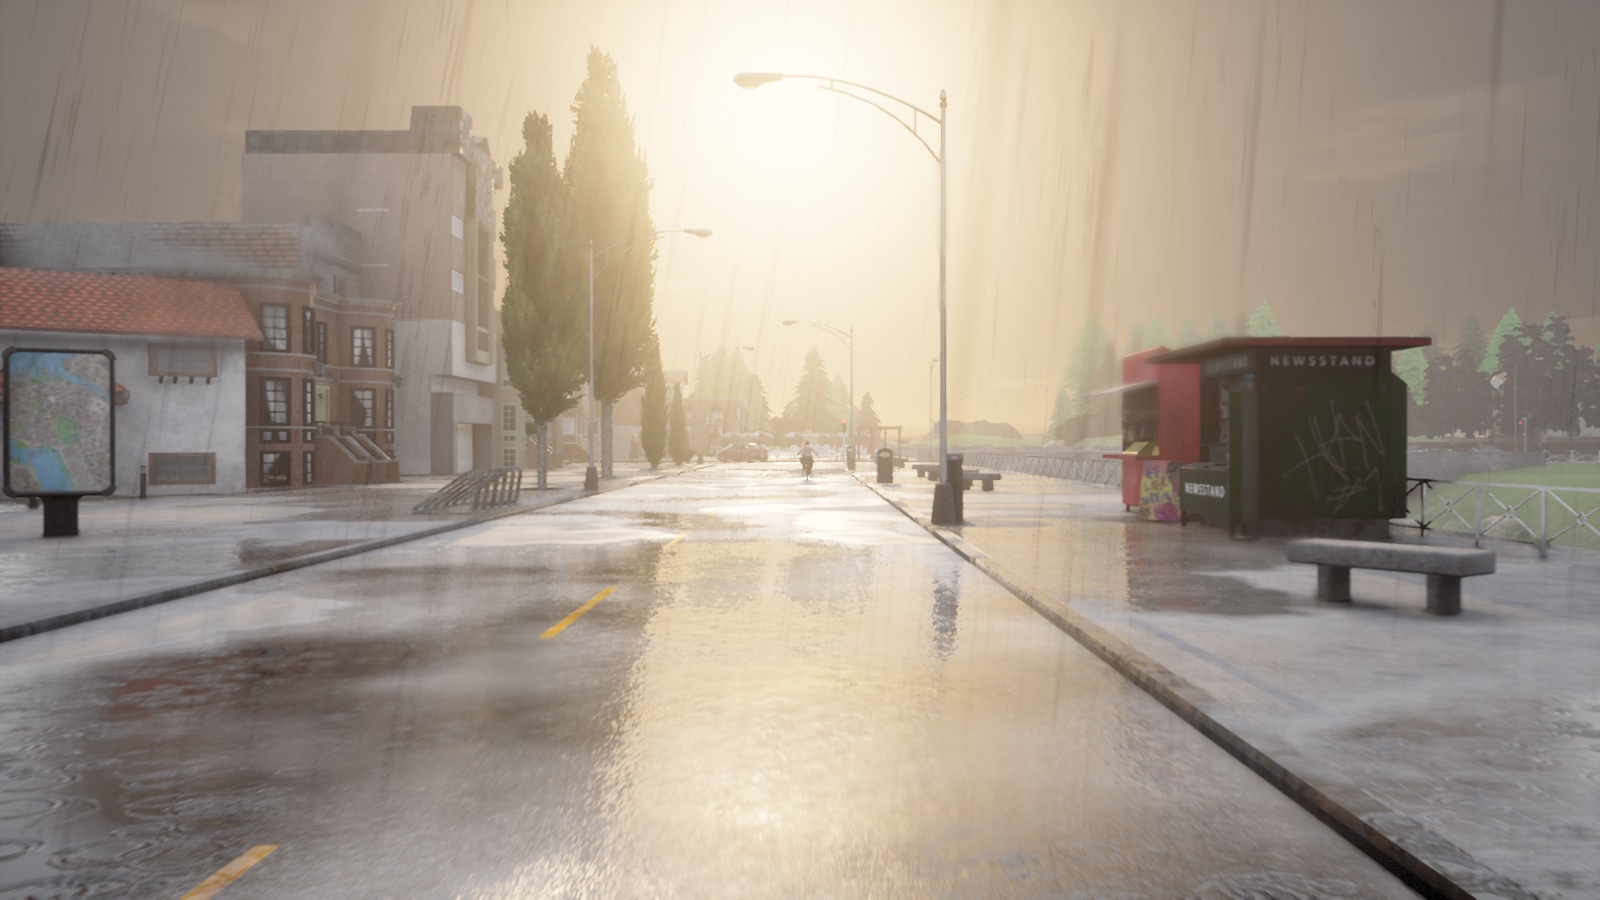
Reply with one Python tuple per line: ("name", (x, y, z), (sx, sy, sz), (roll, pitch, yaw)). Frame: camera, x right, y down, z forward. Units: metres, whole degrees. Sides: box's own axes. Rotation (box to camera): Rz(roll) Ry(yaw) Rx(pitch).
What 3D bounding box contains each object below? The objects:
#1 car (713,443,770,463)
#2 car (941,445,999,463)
("car", (-4.332, 0.231, 93.179), (4.193, 1.474, 1.816), (0, 0, 43))
("car", (12.861, 0.284, 95.265), (4.181, 1.385, 1.994), (0, 0, 0))
